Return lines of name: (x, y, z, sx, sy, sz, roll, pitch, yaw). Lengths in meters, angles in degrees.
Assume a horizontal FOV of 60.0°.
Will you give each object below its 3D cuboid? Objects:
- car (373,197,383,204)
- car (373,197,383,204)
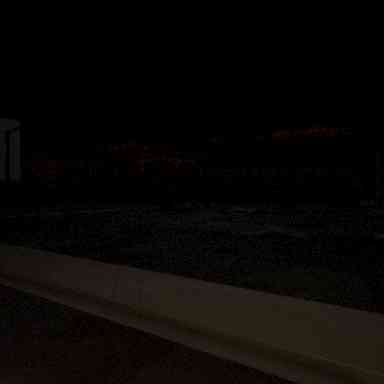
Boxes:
car: (37.525, 1.734, 65.324, 2.038, 1.542, 4.974, 1, 1, 6)
car: (37.532, 1.576, 65.374, 1.853, 1.218, 4.536, 1, 1, 6)
